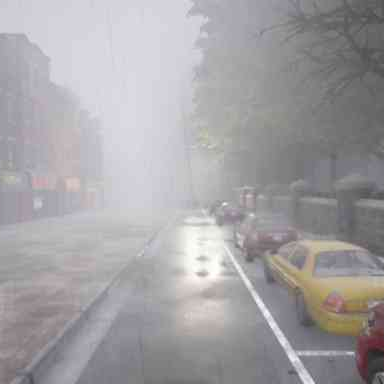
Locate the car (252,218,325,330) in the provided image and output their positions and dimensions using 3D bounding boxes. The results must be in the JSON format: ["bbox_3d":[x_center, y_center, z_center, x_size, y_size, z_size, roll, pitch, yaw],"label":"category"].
[{"bbox_3d":[2.625,1.526,6.858,1.752,1.417,4.829,-1,0,0],"label":"car"}]

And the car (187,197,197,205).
[{"bbox_3d":[0.015,1.716,65.264,2.033,1.411,5.357,0,-1,0],"label":"car"}]

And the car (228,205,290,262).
[{"bbox_3d":[2.623,1.444,12.139,1.967,1.590,4.097,-1,0,0],"label":"car"}]

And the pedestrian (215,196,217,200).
[{"bbox_3d":[2.755,1.342,37.720,0.375,1.860,0.375,-1,1,0],"label":"pedestrian"}]

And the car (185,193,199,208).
[{"bbox_3d":[0.031,1.444,50.670,2.097,1.767,4.553,0,0,0],"label":"car"}]

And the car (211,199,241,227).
[{"bbox_3d":[2.624,1.456,23.040,1.967,1.590,4.097,-1,0,0],"label":"car"}]

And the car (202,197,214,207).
[{"bbox_3d":[2.680,1.638,55.452,1.752,1.417,4.829,-1,0,0],"label":"car"}]

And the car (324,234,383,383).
[{"bbox_3d":[2.620,1.315,1.238,2.192,1.841,5.009,-1,0,0],"label":"car"}]

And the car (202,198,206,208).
[{"bbox_3d":[2.628,1.642,50.291,2.008,1.369,4.403,-1,0,0],"label":"car"}]

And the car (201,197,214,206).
[{"bbox_3d":[2.656,1.671,57.426,2.008,1.369,4.403,-1,0,0],"label":"car"}]

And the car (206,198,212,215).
[{"bbox_3d":[2.755,1.519,34.734,1.882,1.535,5.008,0,0,0],"label":"car"}]
